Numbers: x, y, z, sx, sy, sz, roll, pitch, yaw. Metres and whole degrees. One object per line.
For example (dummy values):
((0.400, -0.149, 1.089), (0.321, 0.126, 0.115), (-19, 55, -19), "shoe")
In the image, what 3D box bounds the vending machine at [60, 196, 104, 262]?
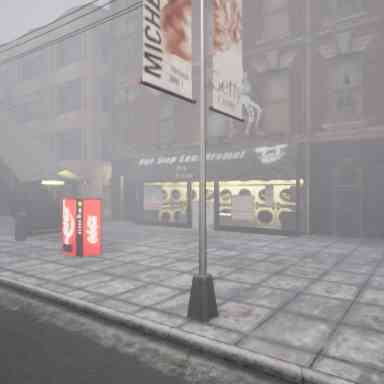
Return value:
((-3.740, 1.195, 11.324), (0.880, 2.100, 1.100), (0, 0, 36), "vending machine")
